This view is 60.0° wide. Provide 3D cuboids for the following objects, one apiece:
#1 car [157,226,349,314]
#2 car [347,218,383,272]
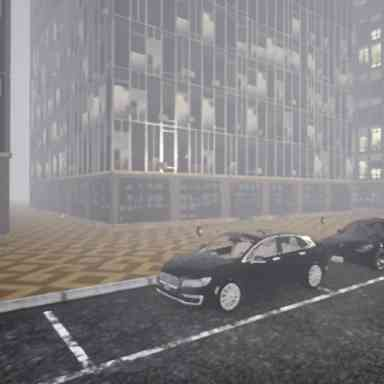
[{"bbox_3d":[1.315,1.542,7.493,4.403,1.369,2.008,0,0,-35],"label":"car"},{"bbox_3d":[5.950,1.548,10.798,4.313,1.339,1.947,0,0,-35],"label":"car"}]
